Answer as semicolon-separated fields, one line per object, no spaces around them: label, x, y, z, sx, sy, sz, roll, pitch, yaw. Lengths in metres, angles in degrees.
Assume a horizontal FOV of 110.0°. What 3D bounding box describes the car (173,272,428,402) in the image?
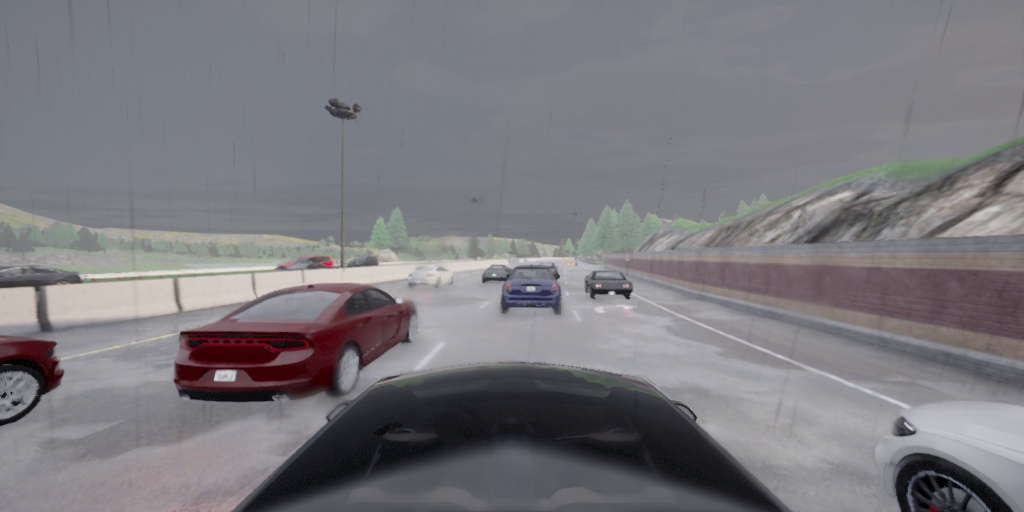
car;-3.213;1.225;6.586;1.882;1.535;5.008;0;0;2

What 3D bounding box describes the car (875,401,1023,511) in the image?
car;3.675;1.284;0.717;1.812;1.442;4.674;0;0;0

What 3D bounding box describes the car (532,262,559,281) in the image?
car;3.077;1.285;31.679;2.128;1.511;4.902;0;0;8

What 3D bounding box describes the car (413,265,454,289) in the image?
car;-5.161;1.288;23.226;1.812;1.442;4.674;0;0;8

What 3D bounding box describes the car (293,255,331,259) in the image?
car;-18.294;0.960;31.950;2.150;2.045;5.566;0;0;8

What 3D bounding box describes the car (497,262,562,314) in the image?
car;0.816;1.119;14.072;2.097;1.767;4.553;0;0;5

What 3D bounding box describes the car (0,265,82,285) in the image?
car;-23.746;1.199;16.834;2.128;1.511;4.902;0;0;6

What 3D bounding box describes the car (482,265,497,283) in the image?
car;-1.005;1.342;27.737;1.994;1.385;4.181;0;0;8

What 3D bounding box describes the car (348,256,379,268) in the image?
car;-22.164;0.982;53.887;2.150;2.045;5.566;0;0;9

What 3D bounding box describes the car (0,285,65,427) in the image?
car;-6.807;1.211;2.561;1.882;1.535;5.008;0;0;0

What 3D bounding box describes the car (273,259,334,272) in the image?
car;-15.503;1.218;26.753;1.882;1.535;5.008;0;0;8

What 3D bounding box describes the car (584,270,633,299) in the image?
car;4.768;1.383;18.324;1.895;1.301;4.718;0;0;7
